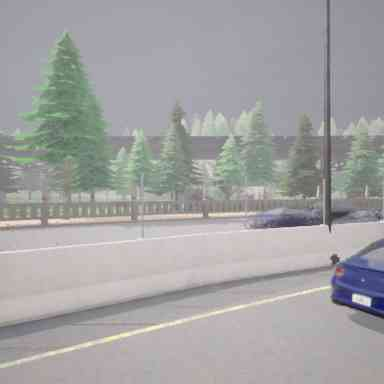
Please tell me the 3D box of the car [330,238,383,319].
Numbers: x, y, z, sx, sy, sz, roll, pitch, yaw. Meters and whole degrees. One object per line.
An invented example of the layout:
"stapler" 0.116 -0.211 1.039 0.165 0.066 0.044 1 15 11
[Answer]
"car" 4.639 1.526 6.387 4.674 1.442 1.812 0 0 -31

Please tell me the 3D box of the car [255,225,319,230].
"car" 5.052 1.525 18.686 4.674 1.442 1.812 0 0 -26

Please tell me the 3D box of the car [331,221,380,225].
"car" 8.934 1.564 16.675 4.181 1.385 1.994 0 0 -24
